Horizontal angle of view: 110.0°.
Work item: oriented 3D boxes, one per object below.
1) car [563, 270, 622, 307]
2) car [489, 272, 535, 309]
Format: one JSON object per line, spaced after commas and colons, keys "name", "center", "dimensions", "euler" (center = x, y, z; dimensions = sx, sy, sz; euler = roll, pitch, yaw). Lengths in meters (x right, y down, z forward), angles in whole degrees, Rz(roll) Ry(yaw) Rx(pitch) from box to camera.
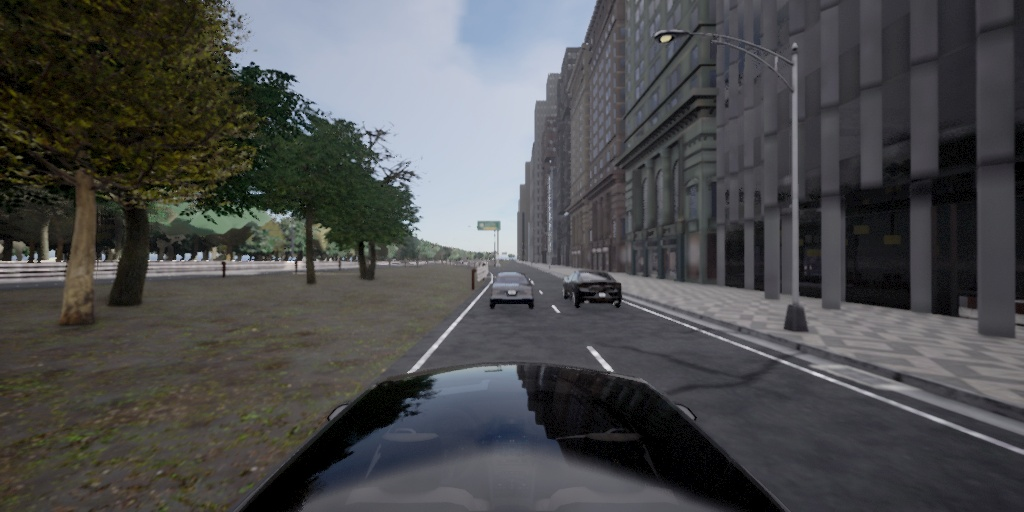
{"name": "car", "center": [3.497, 1.364, 16.327], "dimensions": [1.882, 1.535, 5.008], "euler": [0, 0, 0]}
{"name": "car", "center": [-0.006, 1.429, 15.842], "dimensions": [2.033, 1.411, 5.357], "euler": [0, -1, 0]}
